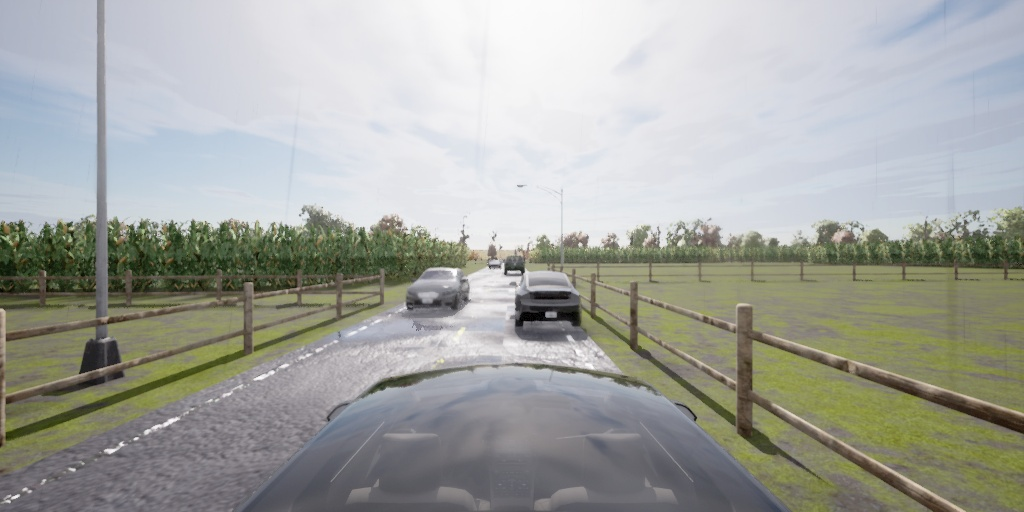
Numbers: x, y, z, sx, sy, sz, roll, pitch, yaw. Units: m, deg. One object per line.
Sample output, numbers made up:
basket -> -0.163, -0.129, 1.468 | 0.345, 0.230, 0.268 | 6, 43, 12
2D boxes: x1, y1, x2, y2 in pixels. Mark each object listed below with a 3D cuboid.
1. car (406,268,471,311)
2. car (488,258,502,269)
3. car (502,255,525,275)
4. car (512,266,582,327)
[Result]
car -> -2.793, 1.231, 14.372 | 2.128, 1.511, 4.902 | 0, 0, 0
car -> -2.595, 1.224, 54.830 | 2.033, 1.411, 5.357 | 0, 0, 0
car -> 0.254, 0.933, 38.825 | 2.150, 2.045, 5.566 | 0, 0, 0
car -> 1.006, 1.248, 11.516 | 1.837, 1.490, 4.892 | 0, 0, 0
